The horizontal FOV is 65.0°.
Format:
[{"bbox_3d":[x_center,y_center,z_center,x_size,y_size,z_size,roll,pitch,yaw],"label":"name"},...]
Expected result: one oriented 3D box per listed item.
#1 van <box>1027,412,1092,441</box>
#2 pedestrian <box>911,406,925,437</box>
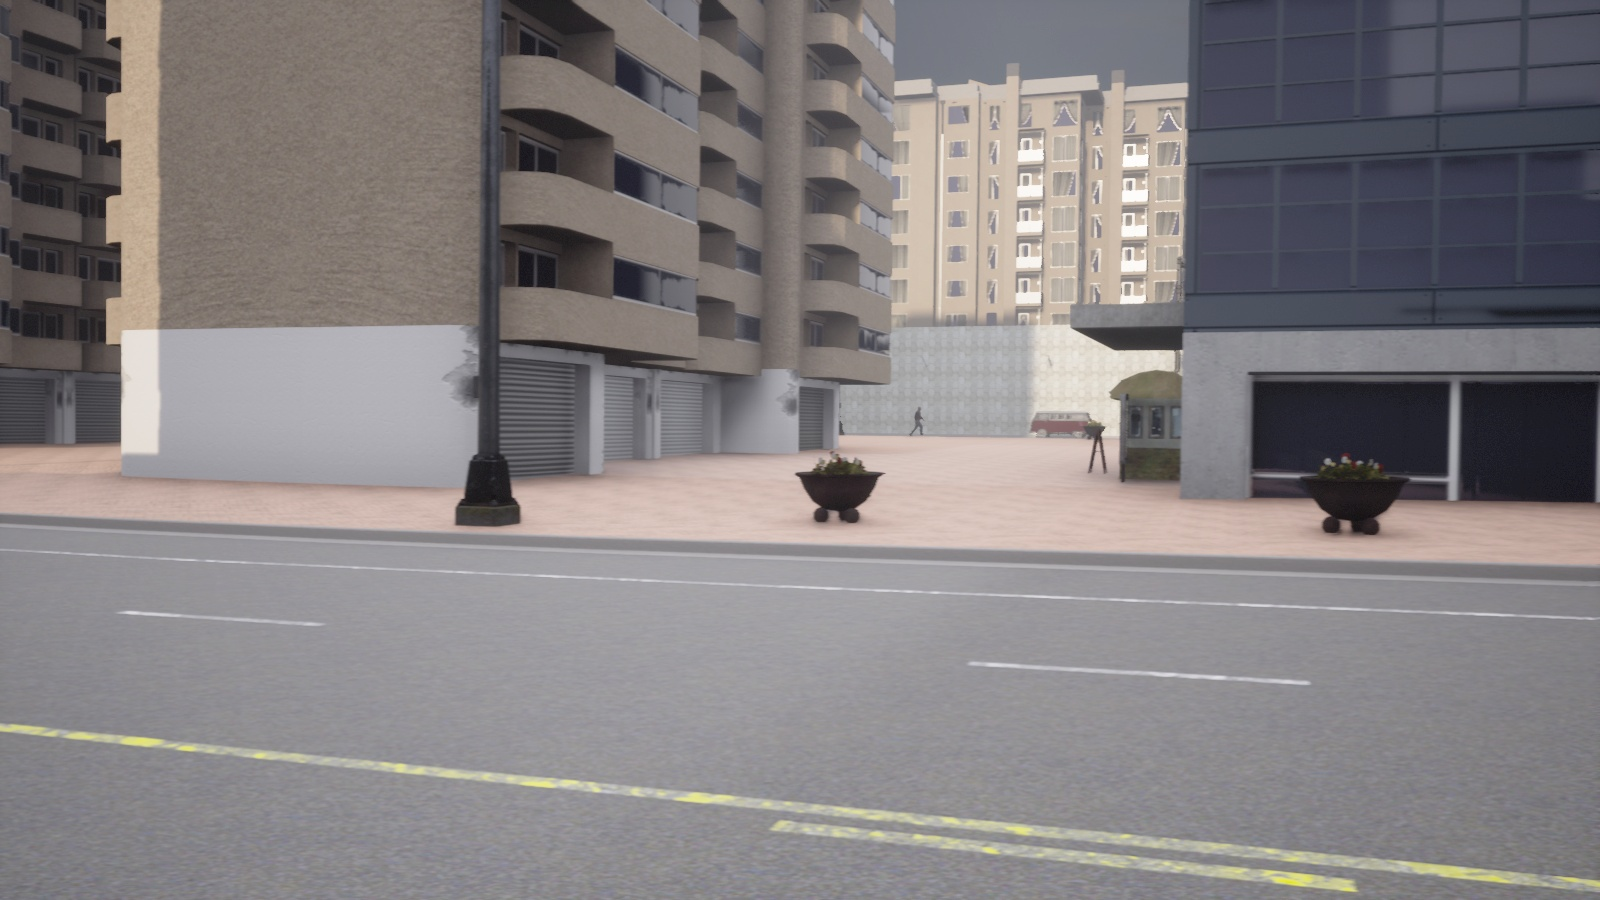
[{"bbox_3d":[18.929,-1.714,91.569,4.442,1.987,1.775,2,1,20],"label":"van"},{"bbox_3d":[7.001,-1.681,74.603,0.720,1.854,0.376,2,1,19],"label":"pedestrian"}]
